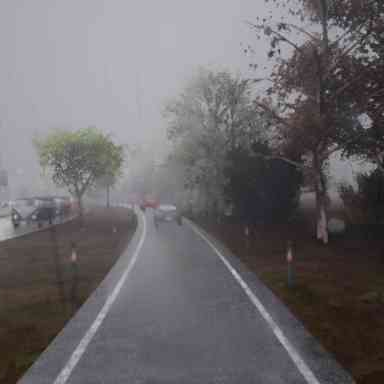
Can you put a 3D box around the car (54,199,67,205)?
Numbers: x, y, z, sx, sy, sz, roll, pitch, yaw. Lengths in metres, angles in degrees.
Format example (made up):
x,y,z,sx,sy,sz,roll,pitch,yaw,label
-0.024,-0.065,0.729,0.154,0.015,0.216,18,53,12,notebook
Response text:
x,y,z,sx,sy,sz,roll,pitch,yaw,label
-33.366,2.580,84.455,2.231,1.521,4.892,-1,-1,-32,car

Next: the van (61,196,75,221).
x,y,z,sx,sy,sz,roll,pitch,yaw,label
-11.197,1.321,27.405,1.878,1.987,4.442,1,-2,-11,van

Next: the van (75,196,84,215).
x,y,z,sx,sy,sz,roll,pitch,yaw,label
-12.234,1.369,32.899,1.878,1.987,4.442,1,-2,-11,van

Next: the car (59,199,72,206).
x,y,z,sx,sy,sz,roll,pitch,yaw,label
-30.069,2.437,79.057,2.097,1.535,5.008,-1,-1,-30,car

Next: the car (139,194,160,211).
x,y,z,sx,sy,sz,roll,pitch,yaw,label
-5.199,1.244,40.936,2.150,2.045,5.566,0,-1,-14,car

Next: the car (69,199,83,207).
x,y,z,sx,sy,sz,roll,pitch,yaw,label
-22.645,2.116,64.842,2.231,1.521,4.892,2,-2,-23,car

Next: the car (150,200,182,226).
x,y,z,sx,sy,sz,roll,pitch,yaw,label
-1.799,1.534,23.539,1.812,1.442,4.674,0,0,-8,car

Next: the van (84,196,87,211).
x,y,z,sx,sy,sz,roll,pitch,yaw,label
-13.461,1.429,38.357,1.878,1.987,4.442,2,-2,-16,van

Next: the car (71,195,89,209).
x,y,z,sx,sy,sz,roll,pitch,yaw,label
-18.390,1.652,54.472,2.435,2.045,5.566,2,-2,-20,car

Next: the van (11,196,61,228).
x,y,z,sx,sy,sz,roll,pitch,yaw,label
-10.341,1.282,21.891,1.878,1.987,4.442,1,-2,-9,van
